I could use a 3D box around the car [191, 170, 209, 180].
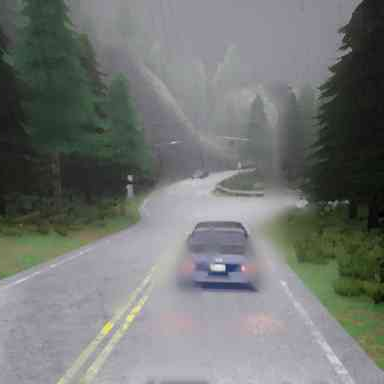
[{"bbox_3d":[1.410,-3.013,57.428,2.128,1.511,4.902,2,10,22],"label":"car"}]

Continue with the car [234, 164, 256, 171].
[{"bbox_3d":[11.255,-5.336,70.572,4.718,1.301,1.895,-9,9,-36],"label":"car"}]

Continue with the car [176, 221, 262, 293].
[{"bbox_3d":[0.736,1.490,8.910,2.033,1.411,5.357,0,0,5],"label":"car"}]
